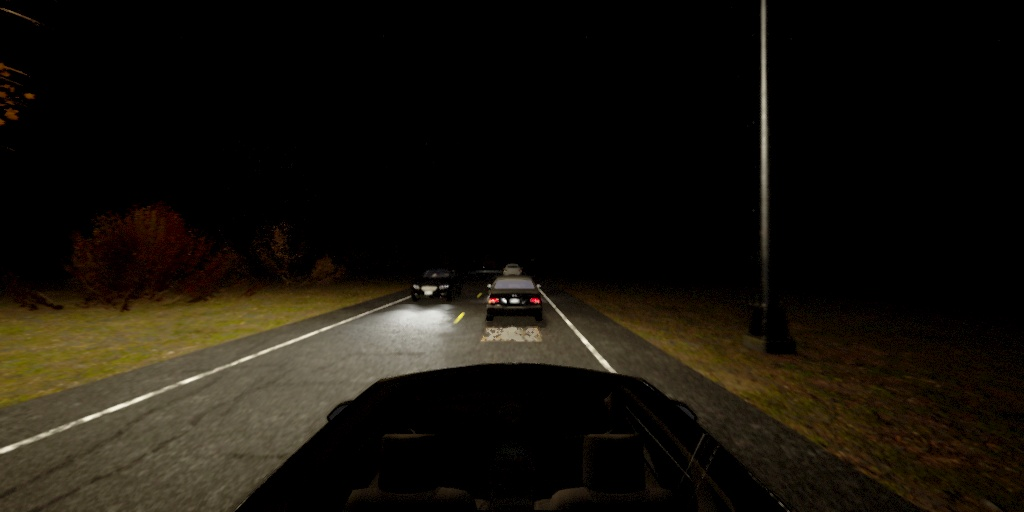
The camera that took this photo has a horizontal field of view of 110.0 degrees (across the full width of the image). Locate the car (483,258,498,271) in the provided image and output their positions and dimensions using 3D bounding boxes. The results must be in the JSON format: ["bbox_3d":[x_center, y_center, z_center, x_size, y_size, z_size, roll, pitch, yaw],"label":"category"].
[{"bbox_3d":[-3.575,1.348,59.456,2.150,2.045,5.566,0,0,1],"label":"car"}]

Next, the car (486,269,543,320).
[{"bbox_3d":[0.074,1.369,12.927,2.033,1.411,5.357,0,0,0],"label":"car"}]

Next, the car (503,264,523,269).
[{"bbox_3d":[0.087,1.483,34.126,1.812,1.442,4.674,0,0,0],"label":"car"}]

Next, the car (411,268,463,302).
[{"bbox_3d":[-3.607,1.345,17.965,2.128,1.511,4.902,0,0,0],"label":"car"}]
